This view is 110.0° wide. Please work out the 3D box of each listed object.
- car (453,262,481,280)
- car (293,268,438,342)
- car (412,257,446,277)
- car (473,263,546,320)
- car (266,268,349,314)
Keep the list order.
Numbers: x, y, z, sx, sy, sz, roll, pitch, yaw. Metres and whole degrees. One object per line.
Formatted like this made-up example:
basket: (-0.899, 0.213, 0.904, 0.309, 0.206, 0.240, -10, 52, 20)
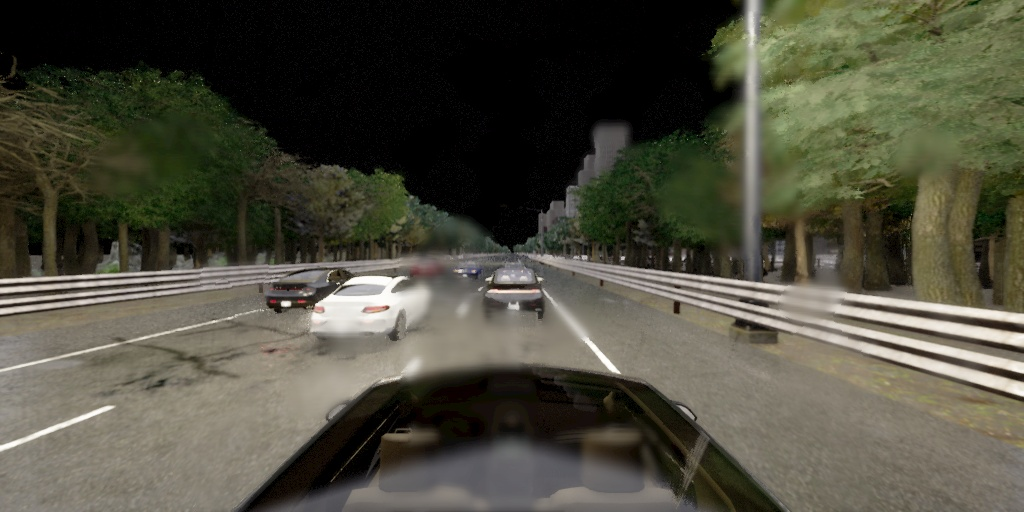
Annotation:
car: (-3.413, 1.158, 28.781, 1.895, 1.301, 4.718, 0, 0, 0)
car: (-3.430, 1.223, 9.512, 1.812, 1.442, 4.674, 0, 1, 0)
car: (-6.913, 0.899, 30.128, 2.097, 1.767, 4.553, 0, 0, 0)
car: (0.085, 1.171, 12.215, 2.128, 1.511, 4.902, 0, 0, 0)
car: (-6.913, 1.177, 13.398, 1.837, 1.490, 4.892, 0, 1, 0)
